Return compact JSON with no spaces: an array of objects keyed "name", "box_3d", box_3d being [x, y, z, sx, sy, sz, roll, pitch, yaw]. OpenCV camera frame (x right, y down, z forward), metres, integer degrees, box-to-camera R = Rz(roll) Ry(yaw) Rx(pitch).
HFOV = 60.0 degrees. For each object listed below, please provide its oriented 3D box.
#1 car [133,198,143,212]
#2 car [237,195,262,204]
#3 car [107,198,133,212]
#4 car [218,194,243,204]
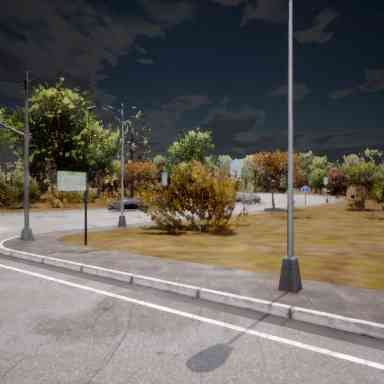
[{"name":"car","box_3d":[-3.679,1.206,38.460,2.150,2.045,5.566,0,0,39]},{"name":"car","box_3d":[9.926,1.237,55.389,1.837,1.490,4.892,0,1,37]},{"name":"car","box_3d":[-7.650,1.469,39.102,1.882,1.535,5.008,0,0,39]},{"name":"car","box_3d":[6.641,1.233,56.881,2.128,1.511,4.902,0,1,38]}]
